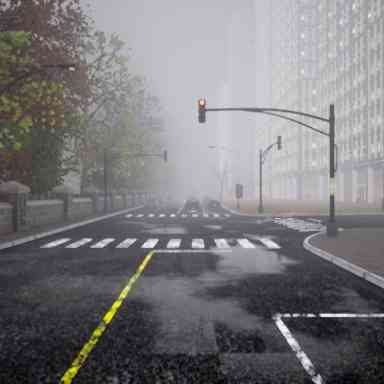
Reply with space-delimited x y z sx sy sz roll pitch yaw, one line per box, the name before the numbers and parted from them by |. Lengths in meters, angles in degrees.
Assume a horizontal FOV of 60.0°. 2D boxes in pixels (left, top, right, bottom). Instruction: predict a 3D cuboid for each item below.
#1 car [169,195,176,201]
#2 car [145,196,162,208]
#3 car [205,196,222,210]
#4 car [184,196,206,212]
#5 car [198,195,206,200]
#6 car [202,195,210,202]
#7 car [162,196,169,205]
car | -5.642 1.568 86.605 1.887 1.381 4.507 0 0 0
car | -5.664 1.576 47.178 1.802 1.307 4.206 0 0 0
car | 2.713 1.559 41.541 1.947 1.339 4.313 0 0 0
car | 0.120 1.484 37.600 2.128 1.511 4.902 0 0 0
car | 2.742 1.580 92.232 2.008 1.369 4.403 0 0 0
car | 3.191 1.538 76.853 1.812 1.442 4.674 0 0 0
car | -5.657 1.439 58.444 1.967 1.590 4.097 0 0 0
